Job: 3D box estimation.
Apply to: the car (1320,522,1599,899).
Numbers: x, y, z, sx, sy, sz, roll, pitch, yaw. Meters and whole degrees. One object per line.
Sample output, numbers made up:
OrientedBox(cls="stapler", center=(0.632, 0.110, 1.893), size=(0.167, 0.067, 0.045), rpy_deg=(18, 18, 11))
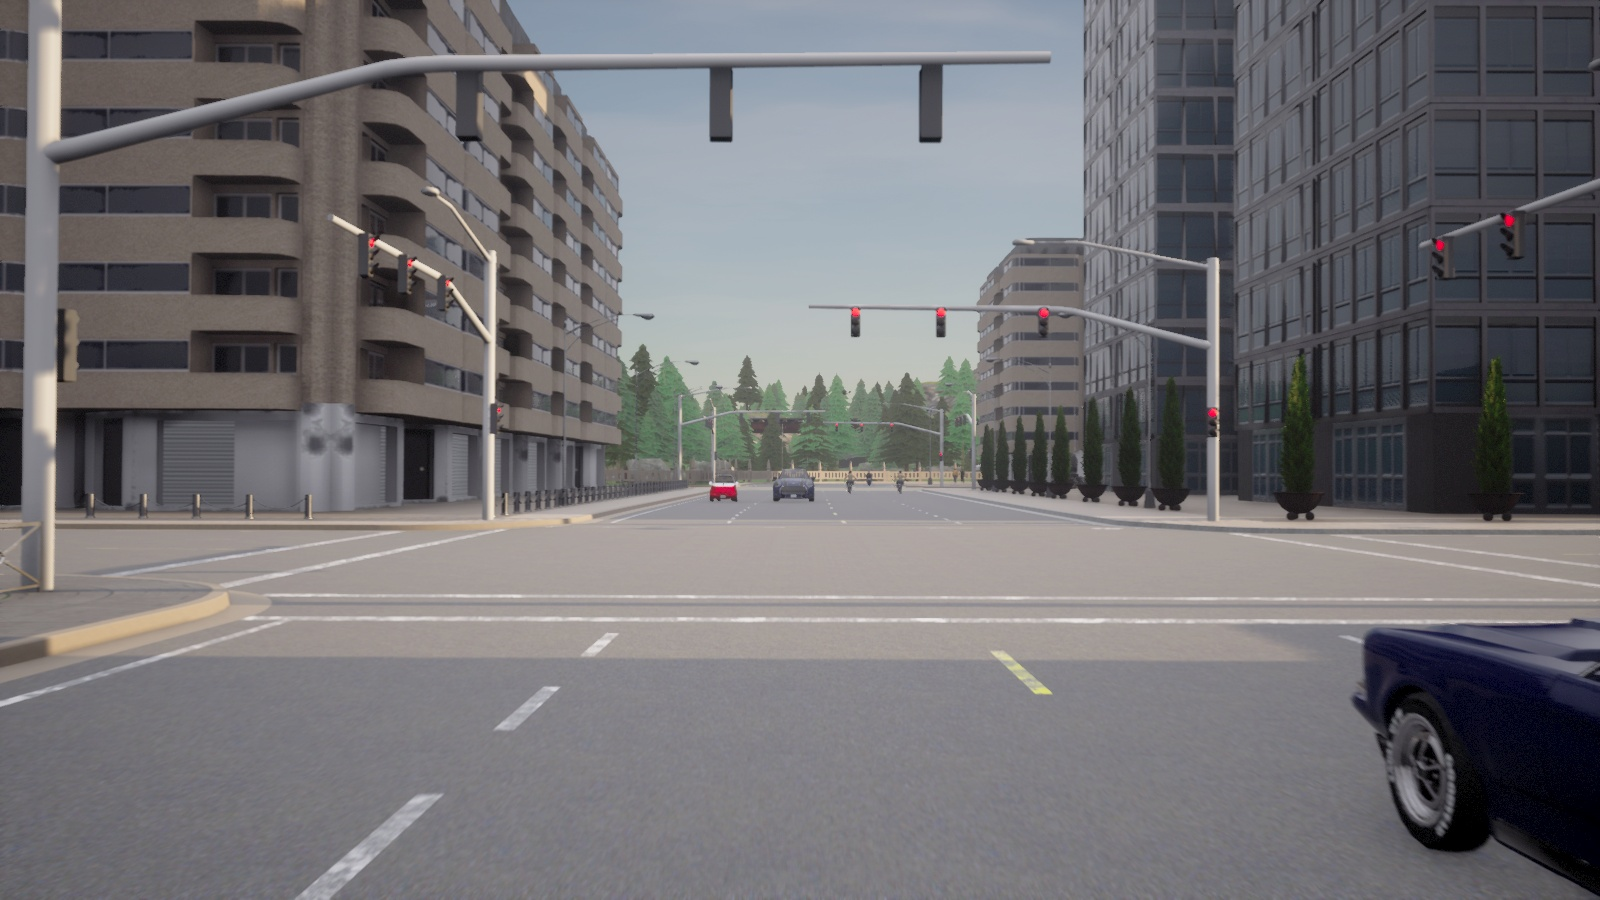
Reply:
OrientedBox(cls="car", center=(3.490, 0.964, 3.770), size=(1.895, 1.301, 4.718), rpy_deg=(0, -1, 0))

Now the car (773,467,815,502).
OrientedBox(cls="car", center=(-0.291, 1.760, 64.808), size=(2.097, 1.767, 4.553), rpy_deg=(0, -1, 1))

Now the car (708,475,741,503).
OrientedBox(cls="car", center=(-3.804, 1.947, 63.442), size=(1.481, 1.376, 2.207), rpy_deg=(0, -1, 1))
